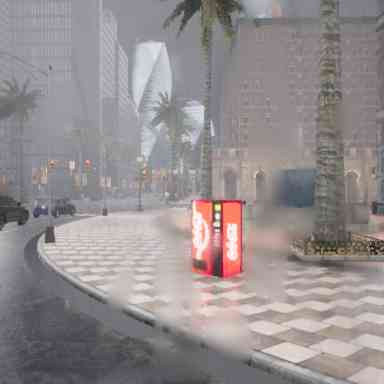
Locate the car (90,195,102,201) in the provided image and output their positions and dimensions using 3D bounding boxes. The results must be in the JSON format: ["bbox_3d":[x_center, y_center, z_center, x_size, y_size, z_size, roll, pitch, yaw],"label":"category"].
[{"bbox_3d":[-24.290,1.513,84.688,2.161,1.482,4.786,0,0,1],"label":"car"}]

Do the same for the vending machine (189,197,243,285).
[{"bbox_3d":[0.636,1.195,8.717,1.100,2.100,0.880,0,0,-43],"label":"vending machine"}]

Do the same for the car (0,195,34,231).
[{"bbox_3d":[-12.204,1.220,20.697,2.150,2.045,5.566,0,0,-6],"label":"car"}]

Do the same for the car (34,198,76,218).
[{"bbox_3d":[-12.436,1.352,30.360,2.097,1.767,4.553,0,0,5],"label":"car"}]
